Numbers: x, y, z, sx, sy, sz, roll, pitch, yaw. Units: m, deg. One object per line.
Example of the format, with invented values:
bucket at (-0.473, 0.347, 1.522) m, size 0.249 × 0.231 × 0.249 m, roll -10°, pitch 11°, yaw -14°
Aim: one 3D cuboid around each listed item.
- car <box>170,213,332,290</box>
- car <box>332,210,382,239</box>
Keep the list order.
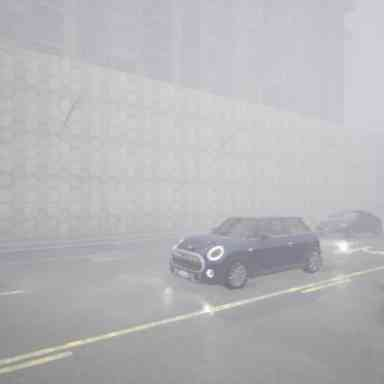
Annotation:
car at (1.623, 1.439, 9.458) m, size 4.553 × 1.767 × 2.097 m, roll 1°, pitch 0°, yaw -36°
car at (9.121, 1.760, 19.069) m, size 4.674 × 1.442 × 1.812 m, roll 1°, pitch -1°, yaw -35°
